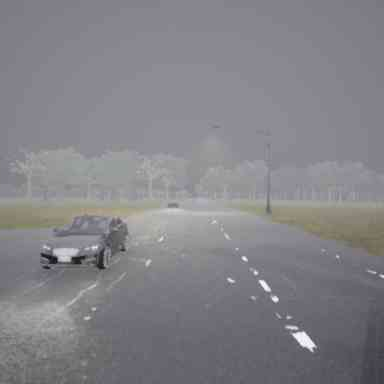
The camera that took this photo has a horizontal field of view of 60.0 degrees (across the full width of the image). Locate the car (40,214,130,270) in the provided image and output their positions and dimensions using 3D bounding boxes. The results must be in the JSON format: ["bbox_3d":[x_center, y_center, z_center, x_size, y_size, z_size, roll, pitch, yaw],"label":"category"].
[{"bbox_3d":[-3.388,1.532,11.369,2.128,1.511,4.902,0,0,1],"label":"car"}]

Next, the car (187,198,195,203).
[{"bbox_3d":[-0.331,2.323,94.986,1.994,1.385,4.181,0,0,7],"label":"car"}]

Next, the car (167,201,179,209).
[{"bbox_3d":[-3.101,2.076,55.332,1.895,1.301,4.718,0,0,0],"label":"car"}]
